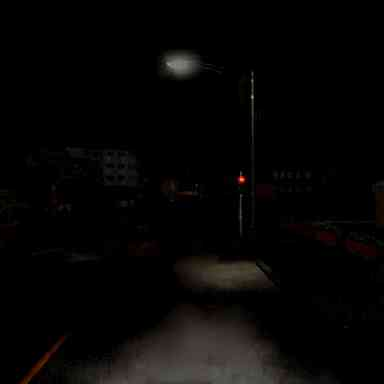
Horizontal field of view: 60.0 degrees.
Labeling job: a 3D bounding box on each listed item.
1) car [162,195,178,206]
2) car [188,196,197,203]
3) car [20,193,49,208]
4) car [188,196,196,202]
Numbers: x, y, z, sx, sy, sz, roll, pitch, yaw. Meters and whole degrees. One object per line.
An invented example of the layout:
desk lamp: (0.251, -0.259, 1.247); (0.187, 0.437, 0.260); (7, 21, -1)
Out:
car: (-4.040, 1.478, 57.388); (2.097, 1.767, 4.553); (0, 0, 0)
car: (0.016, 1.689, 73.746); (2.033, 1.411, 5.357); (0, 0, 0)
car: (-19.749, 1.080, 42.526); (1.905, 1.878, 3.866); (0, 0, 35)
car: (0.018, 1.769, 84.341); (1.895, 1.301, 4.718); (0, 0, 0)
